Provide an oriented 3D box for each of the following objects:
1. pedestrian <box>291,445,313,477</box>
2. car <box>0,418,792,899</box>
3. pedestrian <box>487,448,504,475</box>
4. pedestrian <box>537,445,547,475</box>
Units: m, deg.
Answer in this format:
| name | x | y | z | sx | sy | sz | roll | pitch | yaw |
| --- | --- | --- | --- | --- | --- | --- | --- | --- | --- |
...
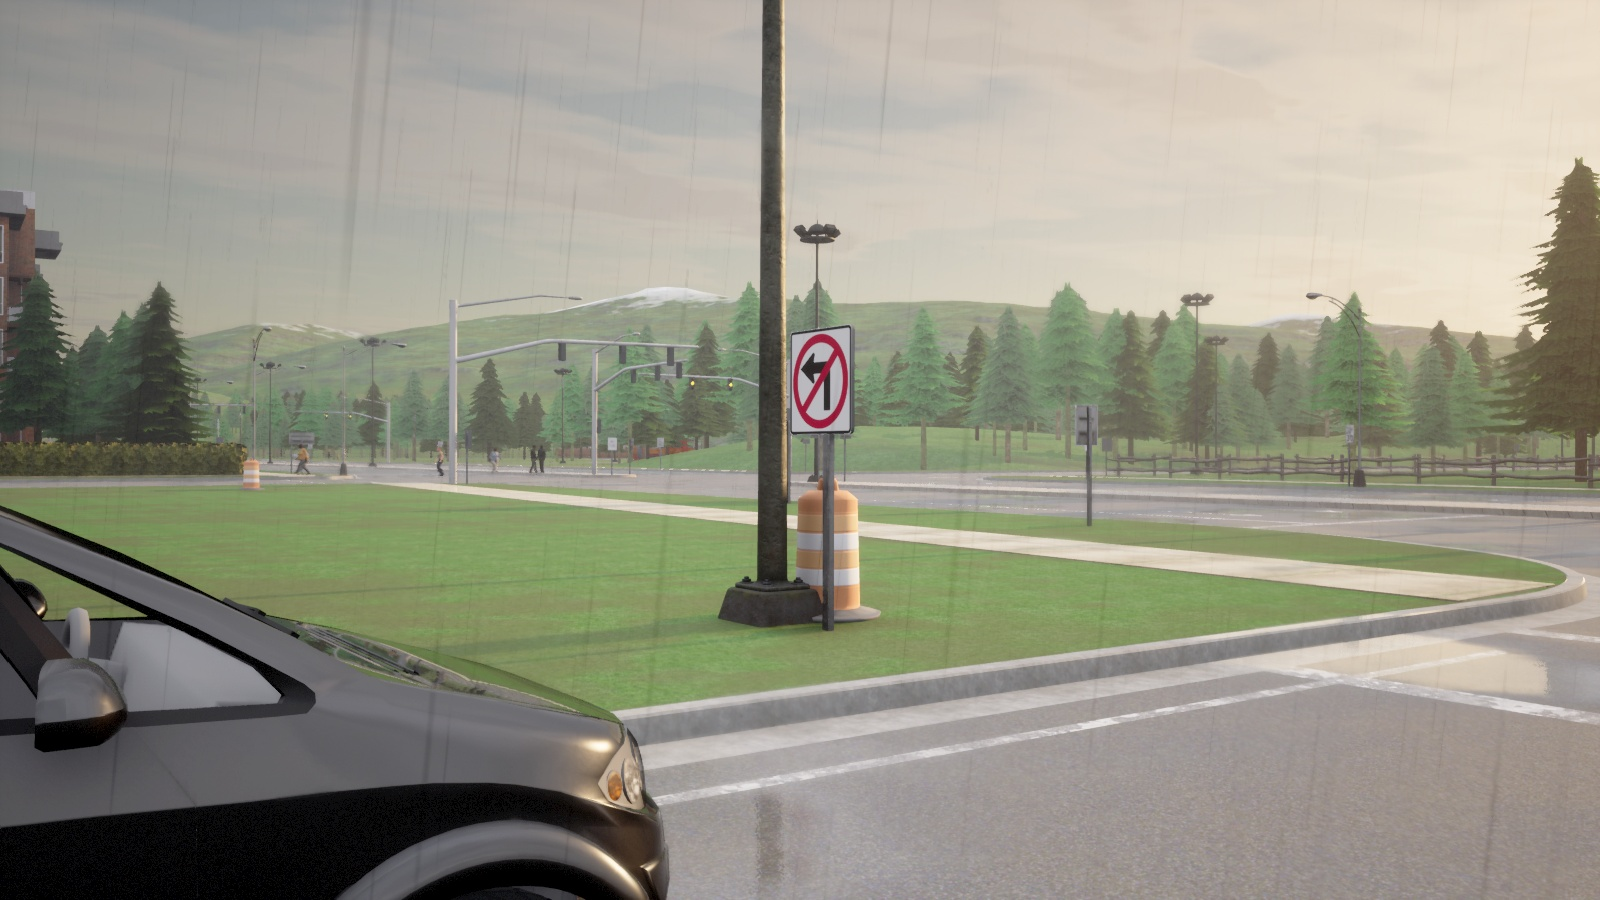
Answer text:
| name | x | y | z | sx | sy | sz | roll | pitch | yaw |
| --- | --- | --- | --- | --- | --- | --- | --- | --- | --- |
| pedestrian | -28.372 | 0.619 | 71.517 | 0.900 | 1.855 | 0.874 | 0 | 0 | -42 |
| car | -2.048 | 0.733 | 2.232 | 3.705 | 1.549 | 1.789 | 0 | 0 | -35 |
| pedestrian | -21.220 | 0.796 | 87.388 | 0.874 | 1.855 | 0.900 | 0 | 0 | -34 |
| pedestrian | -16.705 | 0.646 | 81.279 | 0.395 | 1.930 | 0.692 | 0 | 0 | 12 |
